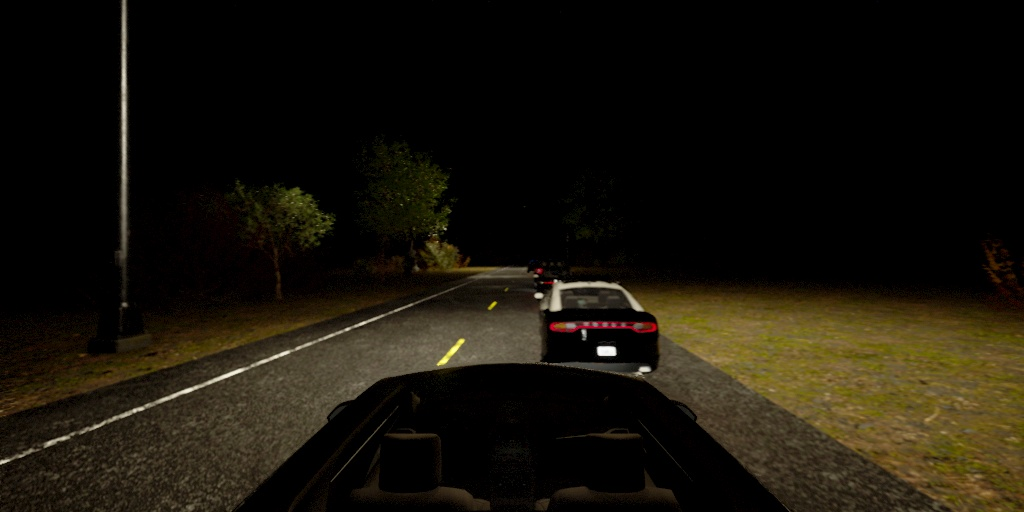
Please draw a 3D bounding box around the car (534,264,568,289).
[{"bbox_3d":[2.164,1.322,17.679,1.837,1.490,4.892,0,0,4],"label":"car"}]

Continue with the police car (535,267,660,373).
[{"bbox_3d":[1.542,1.198,7.809,1.930,1.638,5.238,0,0,4],"label":"police car"}]

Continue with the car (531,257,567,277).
[{"bbox_3d":[2.541,1.066,23.699,2.150,2.045,5.566,0,0,4],"label":"car"}]

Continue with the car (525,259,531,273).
[{"bbox_3d":[2.951,1.453,46.209,1.812,1.442,4.674,0,0,4],"label":"car"}]
